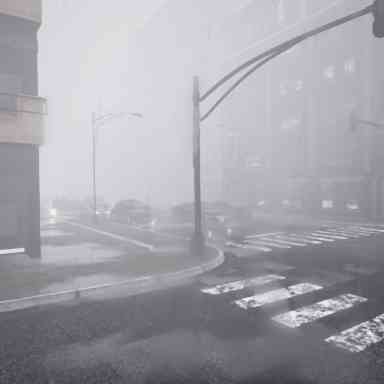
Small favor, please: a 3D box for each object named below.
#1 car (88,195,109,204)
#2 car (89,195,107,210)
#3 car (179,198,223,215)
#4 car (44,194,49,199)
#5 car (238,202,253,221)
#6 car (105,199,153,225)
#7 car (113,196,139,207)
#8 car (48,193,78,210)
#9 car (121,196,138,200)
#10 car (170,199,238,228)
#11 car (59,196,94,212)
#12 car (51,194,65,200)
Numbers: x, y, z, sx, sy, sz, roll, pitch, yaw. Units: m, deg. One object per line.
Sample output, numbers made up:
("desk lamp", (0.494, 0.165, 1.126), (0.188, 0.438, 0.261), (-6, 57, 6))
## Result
("car", (-15.594, 1.217, 55.295), (1.752, 1.417, 4.829), (-1, 1, -35))
("car", (-11.494, 1.397, 39.210), (2.033, 1.411, 5.357), (-1, 1, -35))
("car", (0.757, 1.360, 31.856), (1.887, 1.381, 4.507), (-1, 1, -35))
("car", (-34.998, 1.075, 83.330), (1.752, 1.417, 4.829), (-1, 1, -35))
("car", (2.312, 1.365, 24.796), (1.882, 1.535, 5.008), (-1, 1, -34))
("car", (-4.417, 1.509, 24.199), (1.887, 1.381, 4.507), (-1, 1, -35))
("car", (-9.126, 1.266, 45.950), (1.752, 1.417, 4.829), (-1, 1, -35))
("car", (-15.918, 1.313, 41.040), (1.967, 1.590, 4.097), (-1, 1, -35))
("car", (-5.493, 1.374, 30.526), (1.882, 1.535, 5.008), (-1, 1, -35))
("car", (0.392, 1.434, 22.020), (2.128, 1.511, 4.902), (-1, 1, -35))
("car", (-12.683, 1.448, 36.368), (2.008, 1.369, 4.403), (-1, 1, -35))
("car", (-31.667, 1.124, 78.518), (2.008, 1.369, 4.403), (-1, 1, -35))
